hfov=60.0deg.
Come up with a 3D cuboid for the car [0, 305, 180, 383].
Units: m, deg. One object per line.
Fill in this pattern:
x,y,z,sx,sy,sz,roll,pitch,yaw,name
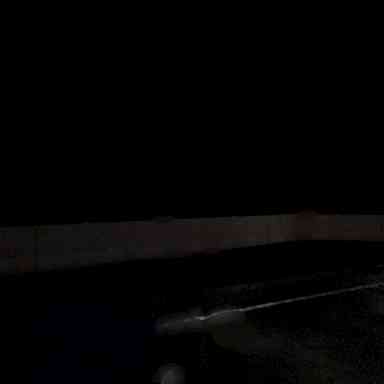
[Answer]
-2.373,1.459,2.057,5.008,1.535,1.882,0,0,-36,car
